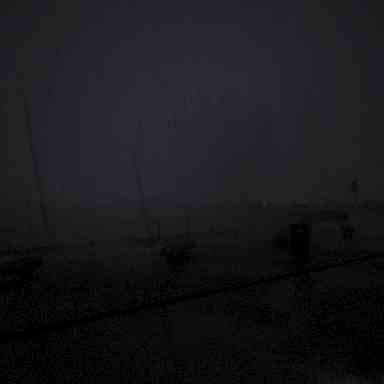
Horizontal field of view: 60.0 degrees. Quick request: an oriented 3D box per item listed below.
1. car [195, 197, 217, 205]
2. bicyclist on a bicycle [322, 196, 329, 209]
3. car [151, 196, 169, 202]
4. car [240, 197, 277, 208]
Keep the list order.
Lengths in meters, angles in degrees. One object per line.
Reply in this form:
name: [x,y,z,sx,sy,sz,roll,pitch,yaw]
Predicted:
car: [2.007,1.546,54.553,2.033,1.411,5.357,0,0,-35]
bicyclist on a bicycle: [16.603,1.347,41.360,1.656,1.620,0.582,0,0,-35]
car: [-5.642,1.491,58.396,2.128,1.511,4.902,0,0,-35]
car: [7.779,1.351,39.294,2.097,1.767,4.553,0,0,-35]
